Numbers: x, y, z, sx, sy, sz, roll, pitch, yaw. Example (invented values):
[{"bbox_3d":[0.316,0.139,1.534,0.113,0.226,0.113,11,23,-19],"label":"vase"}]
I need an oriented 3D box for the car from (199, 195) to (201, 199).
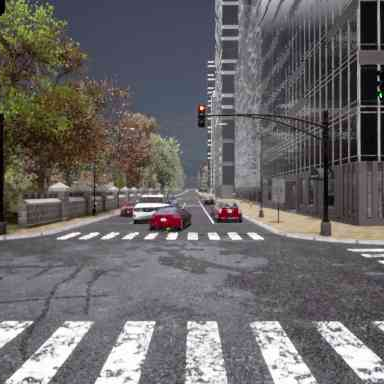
[{"bbox_3d":[2.820,1.434,60.083,1.967,1.590,4.097,0,0,0],"label":"car"}]

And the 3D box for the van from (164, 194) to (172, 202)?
[{"bbox_3d":[-5.523,1.313,77.158,1.690,1.788,3.998,0,0,0],"label":"van"}]

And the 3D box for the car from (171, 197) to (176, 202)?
[{"bbox_3d":[-3.023,1.528,35.631,1.812,1.442,4.674,0,0,0],"label":"car"}]

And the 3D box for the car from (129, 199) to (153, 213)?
[{"bbox_3d":[-5.610,1.553,37.376,2.008,1.369,4.403,0,0,0],"label":"car"}]

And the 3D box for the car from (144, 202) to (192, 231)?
[{"bbox_3d":[-1.255,1.564,20.924,1.994,1.385,4.181,0,0,10],"label":"car"}]

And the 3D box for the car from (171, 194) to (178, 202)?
[{"bbox_3d":[-2.992,1.354,45.841,2.097,1.767,4.553,0,0,0],"label":"car"}]

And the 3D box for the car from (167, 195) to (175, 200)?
[{"bbox_3d":[-5.500,1.531,88.525,1.802,1.307,4.206,0,0,0],"label":"car"}]

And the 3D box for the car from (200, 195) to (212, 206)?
[{"bbox_3d":[2.807,1.564,54.402,1.947,1.339,4.313,0,0,0],"label":"car"}]

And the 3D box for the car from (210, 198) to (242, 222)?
[{"bbox_3d":[2.747,1.442,25.997,1.967,1.590,4.097,0,0,0],"label":"car"}]

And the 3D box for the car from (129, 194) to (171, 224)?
[{"bbox_3d":[-3.049,1.223,25.477,2.150,2.045,5.566,0,0,0],"label":"car"}]

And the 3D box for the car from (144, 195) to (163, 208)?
[{"bbox_3d":[-5.585,1.316,48.742,2.192,1.841,5.009,0,0,0],"label":"car"}]

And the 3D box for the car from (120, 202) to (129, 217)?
[{"bbox_3d":[-5.622,1.547,31.693,1.887,1.381,4.507,0,0,0],"label":"car"}]

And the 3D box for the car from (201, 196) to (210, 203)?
[{"bbox_3d":[2.845,1.506,71.619,1.752,1.417,4.829,0,0,0],"label":"car"}]

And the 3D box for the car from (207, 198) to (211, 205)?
[{"bbox_3d":[2.758,1.568,31.678,1.947,1.339,4.313,0,0,0],"label":"car"}]
